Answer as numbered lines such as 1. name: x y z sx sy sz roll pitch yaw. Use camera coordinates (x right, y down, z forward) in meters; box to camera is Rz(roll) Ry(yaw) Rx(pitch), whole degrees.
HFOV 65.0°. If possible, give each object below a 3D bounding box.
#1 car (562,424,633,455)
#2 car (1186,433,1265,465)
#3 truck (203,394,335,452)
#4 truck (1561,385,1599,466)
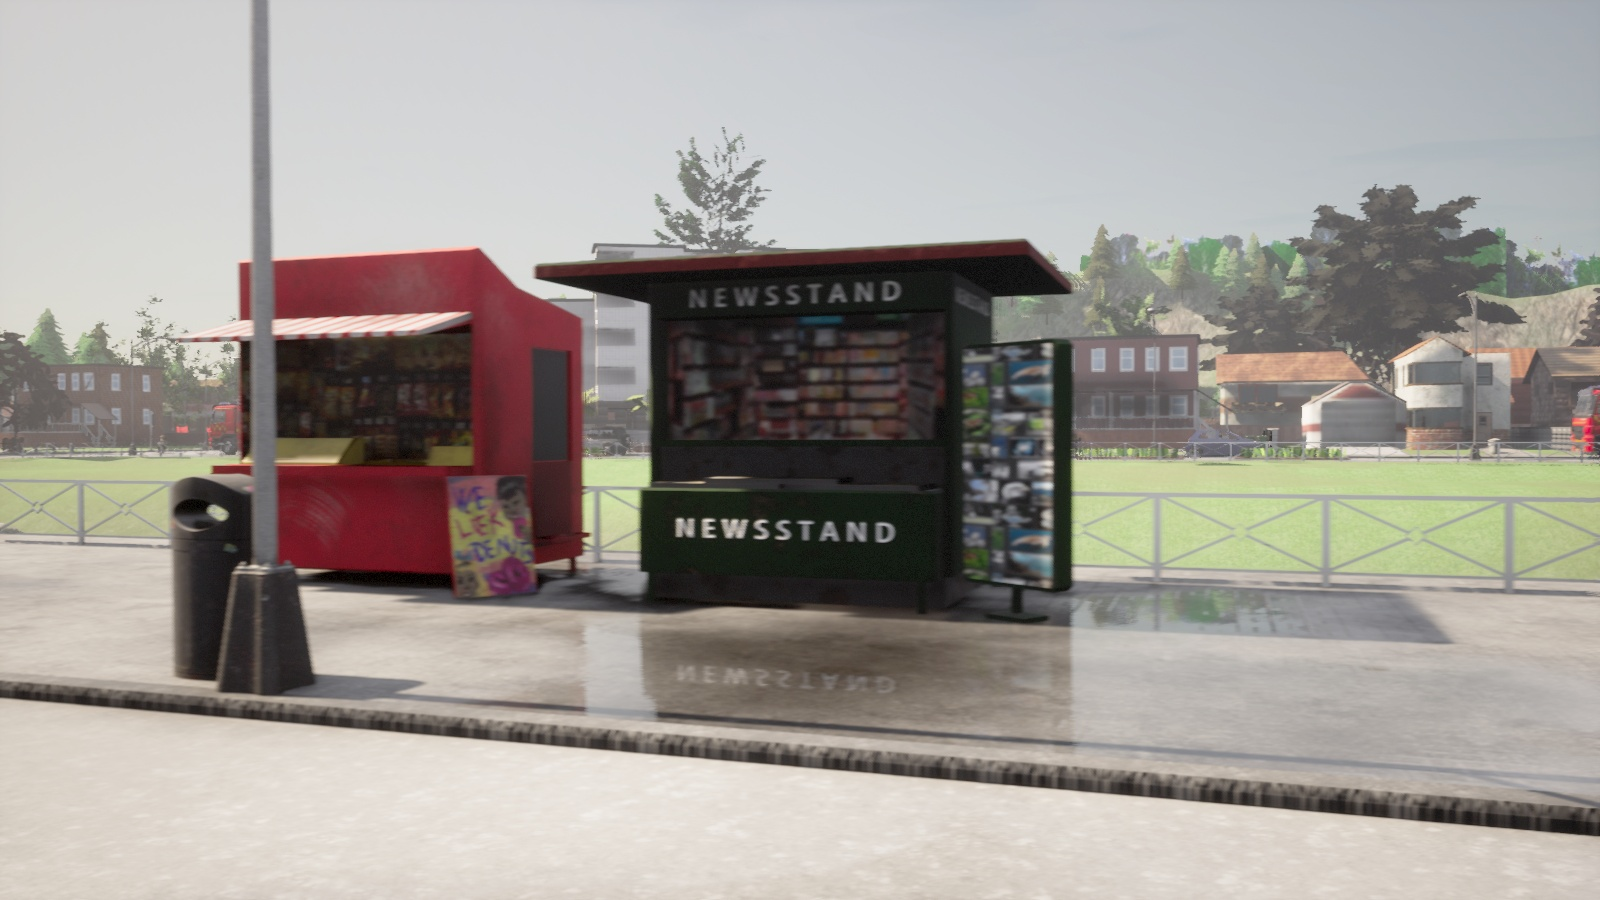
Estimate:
1. car: -12.419 -0.661 77.217 3.866 1.878 1.905 1 1 19
2. car: 20.900 -0.070 61.782 3.633 1.501 1.845 1 1 19
3. truck: -36.007 -1.837 85.145 8.468 3.827 2.891 1 1 19
4. truck: 41.103 -1.131 59.184 8.468 3.827 2.891 1 1 19
